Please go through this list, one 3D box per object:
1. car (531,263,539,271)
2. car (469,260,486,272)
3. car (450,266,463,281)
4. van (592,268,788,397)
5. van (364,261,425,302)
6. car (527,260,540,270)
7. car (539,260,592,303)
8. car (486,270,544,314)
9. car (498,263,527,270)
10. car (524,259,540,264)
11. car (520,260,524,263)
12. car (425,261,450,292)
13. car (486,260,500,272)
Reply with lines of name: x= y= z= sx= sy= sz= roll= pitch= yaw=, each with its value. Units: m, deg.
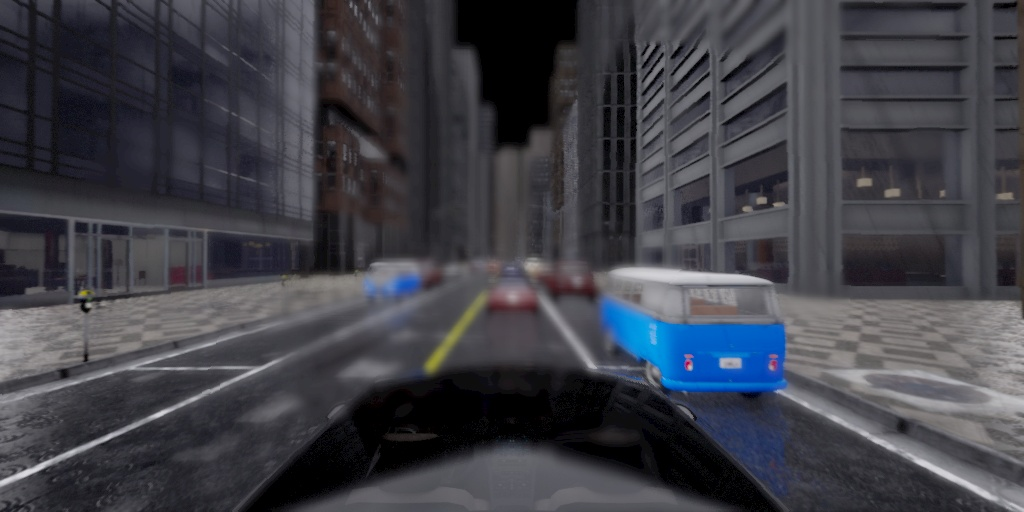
car: x=2.772 y=1.548 z=28.810 sx=1.888 sy=1.381 sz=4.507 roll=0 pitch=0 yaw=0
car: x=-5.744 y=1.709 z=56.850 sx=1.967 sy=1.591 sz=4.097 roll=0 pitch=0 yaw=0
car: x=-5.751 y=1.606 z=34.412 sx=2.007 sy=1.370 sz=4.403 roll=0 pitch=0 yaw=0
van: x=2.765 y=1.134 z=6.374 sx=1.690 sy=1.789 sz=3.998 roll=0 pitch=0 yaw=0
van: x=-5.757 y=1.238 z=17.585 sx=1.690 sy=1.789 sz=3.998 roll=0 pitch=0 yaw=0
car: x=3.164 y=1.592 z=42.713 sx=1.801 sy=1.575 sz=5.366 roll=0 pitch=-1 yaw=0
car: x=2.768 y=1.213 z=17.592 sx=2.192 sy=1.841 sz=5.009 roll=0 pitch=0 yaw=0
car: x=0.052 y=1.434 z=14.462 sx=1.994 sy=1.385 sz=4.181 roll=0 pitch=0 yaw=1
car: x=0.061 y=1.539 z=29.904 sx=1.812 sy=1.442 sz=4.674 roll=0 pitch=0 yaw=0
car: x=3.122 y=1.428 z=49.555 sx=2.150 sy=2.045 sz=5.566 roll=0 pitch=-1 yaw=0
car: x=2.783 y=1.848 z=62.633 sx=1.751 sy=1.417 sz=4.829 roll=0 pitch=0 yaw=0
car: x=-5.755 y=1.265 z=23.194 sx=2.192 sy=1.841 sz=5.009 roll=0 pitch=0 yaw=0
car: x=-3.042 y=1.639 z=58.739 sx=2.097 sy=1.767 sz=4.553 roll=0 pitch=-1 yaw=0
